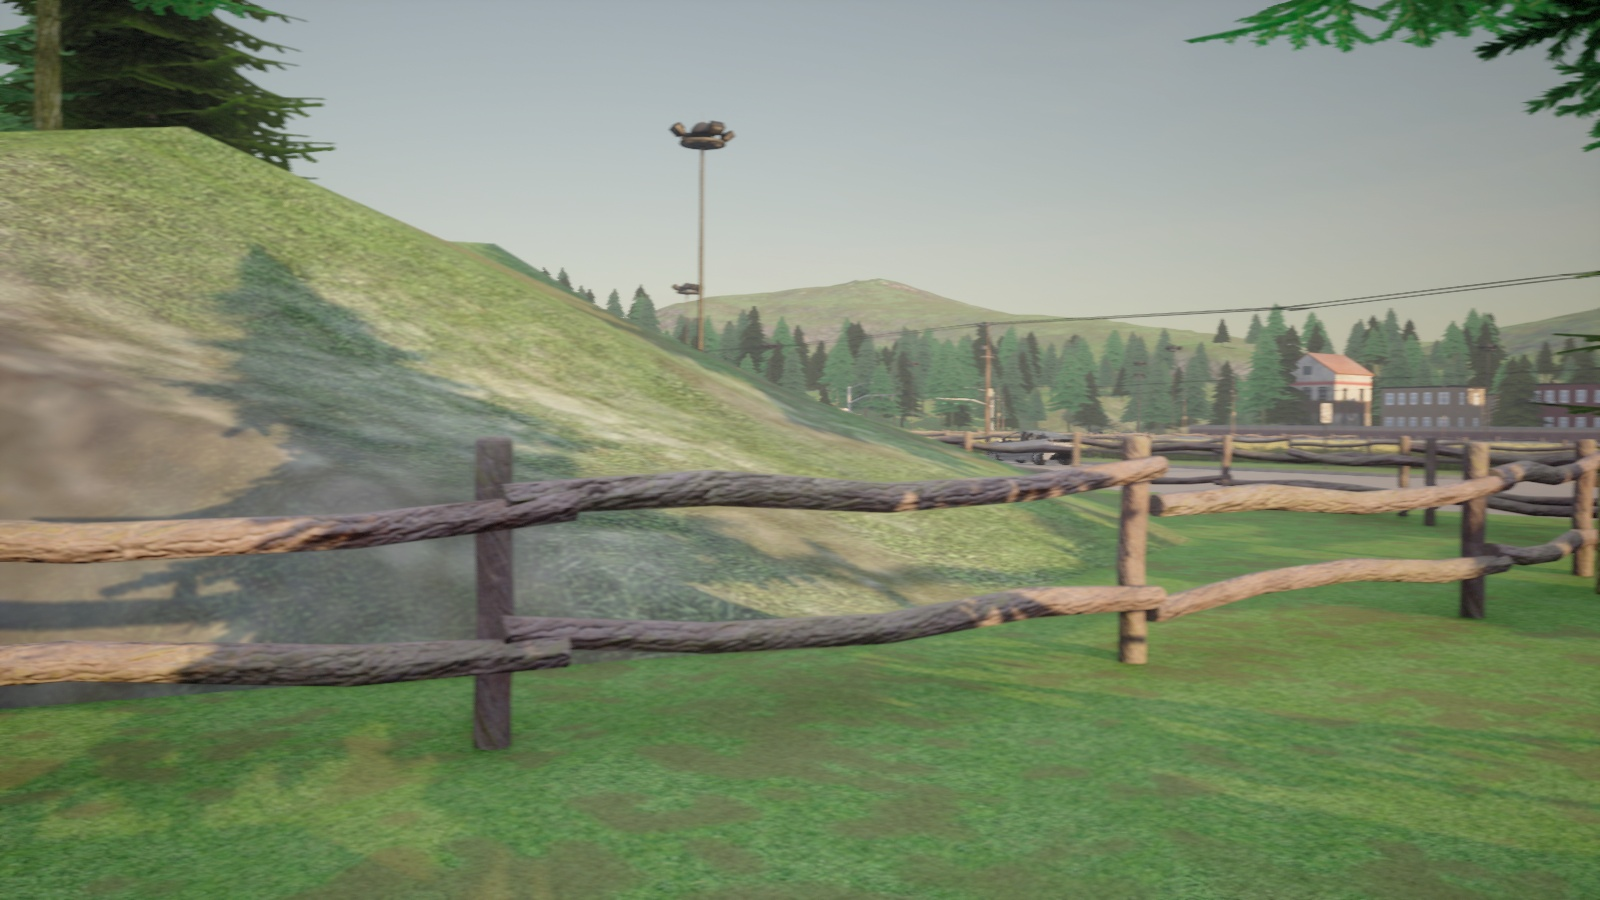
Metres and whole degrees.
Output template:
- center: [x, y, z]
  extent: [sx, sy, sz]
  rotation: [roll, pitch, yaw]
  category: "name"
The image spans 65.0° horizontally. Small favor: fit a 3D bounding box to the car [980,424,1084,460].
- center: [10.311, -0.364, 56.042]
  extent: [2.007, 1.525, 4.514]
  rotation: [-1, 1, -33]
  category: "car"
